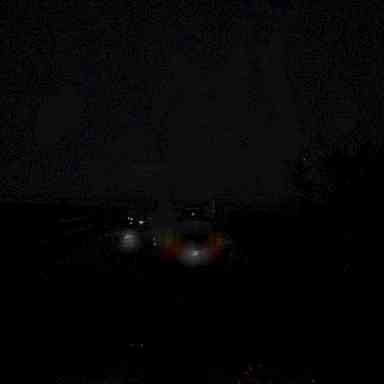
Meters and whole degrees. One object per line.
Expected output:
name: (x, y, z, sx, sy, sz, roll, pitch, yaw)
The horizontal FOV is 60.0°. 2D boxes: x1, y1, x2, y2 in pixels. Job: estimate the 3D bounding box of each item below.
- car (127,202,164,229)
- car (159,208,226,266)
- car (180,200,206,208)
car: (-2.836, 1.440, 20.966, 1.837, 1.490, 4.892, 0, 0, 0)
car: (0.084, 1.488, 11.325, 1.812, 1.442, 4.674, 0, 0, 0)
car: (0.096, 1.423, 28.060, 1.837, 1.490, 4.892, 0, 0, 0)
